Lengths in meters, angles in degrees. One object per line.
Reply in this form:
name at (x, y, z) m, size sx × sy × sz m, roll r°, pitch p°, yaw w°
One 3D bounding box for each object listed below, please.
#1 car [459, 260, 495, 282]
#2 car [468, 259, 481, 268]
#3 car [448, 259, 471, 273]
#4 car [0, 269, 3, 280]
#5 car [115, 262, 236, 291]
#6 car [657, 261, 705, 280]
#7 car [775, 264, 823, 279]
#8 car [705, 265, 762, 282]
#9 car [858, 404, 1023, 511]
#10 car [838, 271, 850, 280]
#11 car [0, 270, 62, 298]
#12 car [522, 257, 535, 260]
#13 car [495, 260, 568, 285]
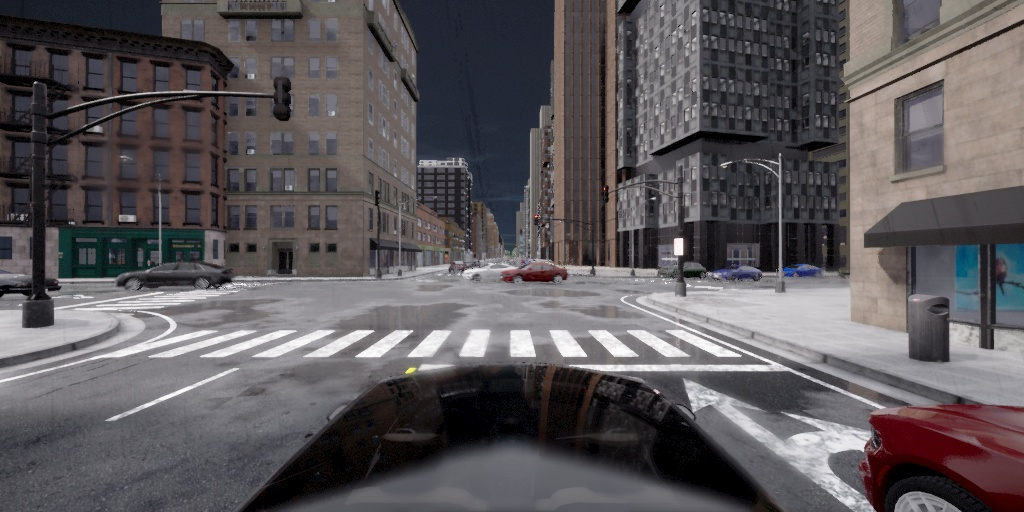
car at (-1.525, 1.278, 28.396) m, size 4.674 × 1.442 × 1.812 m, roll 0°, pitch 0°, yaw -20°
car at (-6.673, 1.324, 64.625) m, size 1.994 × 1.385 × 4.181 m, roll 0°, pitch 0°, yaw 0°
car at (-6.672, 1.283, 44.703) m, size 1.812 × 1.442 × 4.674 m, roll 0°, pitch 0°, yaw 0°
car at (-21.029, 1.021, 11.451) m, size 5.357 × 1.411 × 2.033 m, roll 1°, pitch 0°, yaw -13°
car at (-17.989, 1.066, 19.389) m, size 4.892 × 1.490 × 1.837 m, roll 1°, pitch 0°, yaw -18°
car at (16.340, 1.353, 34.580) m, size 4.553 × 1.767 × 2.097 m, roll 1°, pitch 0°, yaw -16°
car at (30.920, 1.648, 38.633) m, size 5.008 × 1.535 × 1.882 m, roll 0°, pitch 0°, yaw -14°
car at (20.286, 1.546, 32.331) m, size 4.674 × 1.442 × 1.812 m, roll 1°, pitch 0°, yaw -16°
car at (3.353, 1.228, 0.399) m, size 1.882 × 1.535 × 5.008 m, roll 0°, pitch 0°, yaw 0°
car at (35.851, 1.805, 36.496) m, size 4.718 × 1.301 × 1.895 m, roll 1°, pitch 0°, yaw -13°
car at (-22.317, 1.032, 14.441) m, size 5.357 × 1.411 × 2.033 m, roll 1°, pitch 0°, yaw -16°
car at (3.245, 1.238, 61.591) m, size 1.882 × 1.535 × 5.008 m, roll 0°, pitch 0°, yaw 0°
car at (1.625, 1.242, 26.069) m, size 5.008 × 1.535 × 1.882 m, roll 0°, pitch 0°, yaw -20°
